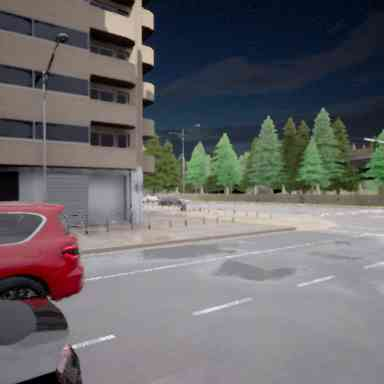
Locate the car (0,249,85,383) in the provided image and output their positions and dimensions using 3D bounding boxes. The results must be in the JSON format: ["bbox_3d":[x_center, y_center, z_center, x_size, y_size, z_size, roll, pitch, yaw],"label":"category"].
[{"bbox_3d":[-3.129,1.504,1.762,4.902,1.511,2.128,-1,0,-35],"label":"car"}]

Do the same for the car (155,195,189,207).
[{"bbox_3d":[-2.870,1.323,46.571,1.994,1.385,4.181,0,0,-39],"label":"car"}]

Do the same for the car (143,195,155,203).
[{"bbox_3d":[-8.534,1.256,61.182,4.674,1.442,1.812,0,0,31],"label":"car"}]

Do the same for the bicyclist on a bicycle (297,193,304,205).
[{"bbox_3d":[15.147,0.948,46.455,1.656,1.620,0.582,-1,1,-35],"label":"bicyclist on a bicycle"}]

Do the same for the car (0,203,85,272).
[{"bbox_3d":[-4.536,1.228,5.057,5.566,2.045,2.150,-1,0,-35],"label":"car"}]

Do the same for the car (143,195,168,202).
[{"bbox_3d":[-7.059,1.308,64.392,4.718,1.301,1.895,0,0,31],"label":"car"}]

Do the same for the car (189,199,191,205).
[{"bbox_3d":[-2.215,1.335,51.391,1.895,1.301,4.718,-1,0,-43],"label":"car"}]
